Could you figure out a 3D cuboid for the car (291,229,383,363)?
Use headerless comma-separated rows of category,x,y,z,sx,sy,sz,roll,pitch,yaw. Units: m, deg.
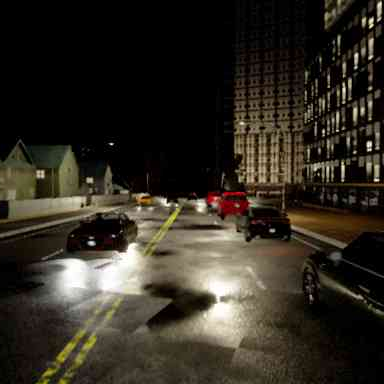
car,3.253,1.326,4.913,2.097,1.767,4.553,0,0,0

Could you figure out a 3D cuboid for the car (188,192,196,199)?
car,0.050,0.860,87.888,2.097,1.767,4.553,0,0,0

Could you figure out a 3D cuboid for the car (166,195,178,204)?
car,-3.272,1.283,55.962,1.812,1.442,4.674,0,0,0

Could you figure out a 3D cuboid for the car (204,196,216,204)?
car,3.284,1.344,59.994,1.895,1.301,4.718,0,0,0

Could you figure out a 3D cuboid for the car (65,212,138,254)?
car,-3.342,1.497,13.022,1.994,1.385,4.181,0,0,0

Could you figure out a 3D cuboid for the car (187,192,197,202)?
car,0.039,1.227,69.072,1.994,1.385,4.181,0,0,0

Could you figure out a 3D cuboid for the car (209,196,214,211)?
car,3.272,1.425,37.987,1.895,1.301,4.718,0,0,0

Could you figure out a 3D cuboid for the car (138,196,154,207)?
car,-6.551,1.265,47.833,1.882,1.535,5.008,0,0,0

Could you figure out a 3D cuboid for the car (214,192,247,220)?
car,3.265,1.090,26.981,2.150,2.045,5.566,0,0,0

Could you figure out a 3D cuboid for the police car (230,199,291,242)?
police car,3.259,1.343,16.058,1.930,1.638,5.238,0,0,0

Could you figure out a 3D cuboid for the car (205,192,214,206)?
car,3.278,1.004,48.989,2.150,2.045,5.566,0,0,0
